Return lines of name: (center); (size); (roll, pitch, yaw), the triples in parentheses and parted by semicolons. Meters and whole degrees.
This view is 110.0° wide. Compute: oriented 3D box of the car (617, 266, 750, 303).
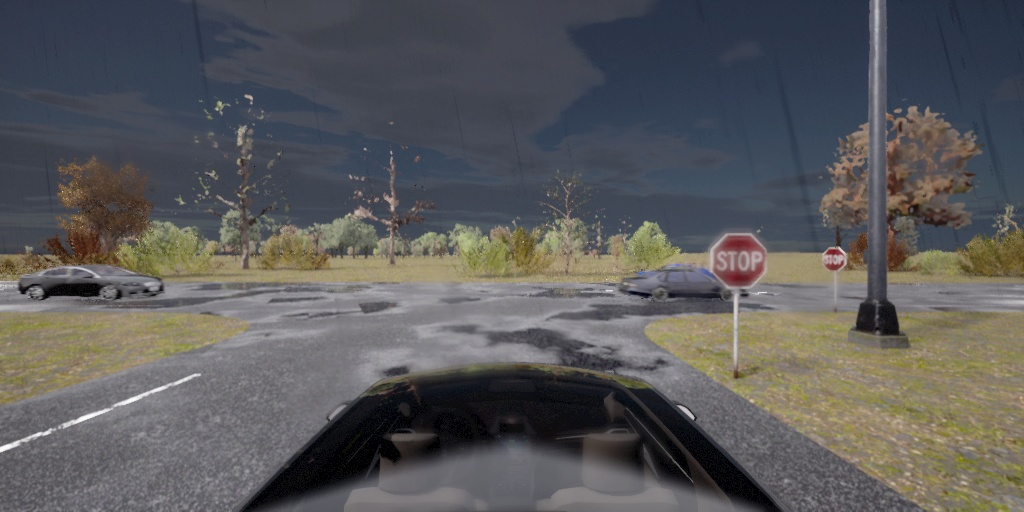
car: (7.596, 1.305, 16.193); (5.357, 1.411, 2.033); (0, 0, -2)

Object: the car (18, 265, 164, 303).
car: (-18.032, 1.149, 15.529); (4.902, 1.511, 2.128); (0, 0, -2)

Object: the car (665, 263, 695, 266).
car: (10.604, 1.241, 23.306); (5.008, 1.535, 1.882); (0, 0, -2)
